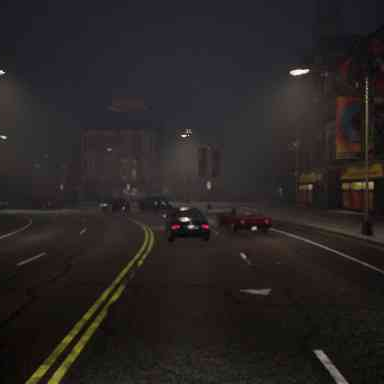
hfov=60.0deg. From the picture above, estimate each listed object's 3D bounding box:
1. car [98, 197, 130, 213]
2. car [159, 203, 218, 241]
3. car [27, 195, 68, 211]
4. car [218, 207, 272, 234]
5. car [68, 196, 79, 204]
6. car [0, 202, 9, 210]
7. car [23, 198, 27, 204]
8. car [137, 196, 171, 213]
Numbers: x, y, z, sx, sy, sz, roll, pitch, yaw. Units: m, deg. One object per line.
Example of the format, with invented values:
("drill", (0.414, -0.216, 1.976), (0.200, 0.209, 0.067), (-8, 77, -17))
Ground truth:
("car", (-8.190, 1.322, 34.736), (1.837, 1.490, 4.892), (1, 0, -37))
("car", (-0.356, 1.462, 16.132), (2.033, 1.411, 5.357), (0, 0, -7))
("car", (-16.710, 1.324, 38.249), (4.674, 1.442, 1.812), (0, 0, 38))
("car", (2.700, 1.502, 18.728), (1.895, 1.301, 4.718), (0, 0, -10))
("car", (-20.386, 1.316, 52.929), (4.718, 1.301, 1.895), (0, 0, 30))
("car", (-23.462, 1.397, 38.769), (4.718, 1.301, 1.895), (0, 0, 31))
("car", (-25.687, 1.230, 55.106), (4.674, 1.452, 2.002), (0, 0, 20))
("car", (-3.986, 1.169, 34.708), (2.097, 1.767, 4.553), (0, 0, -33))
